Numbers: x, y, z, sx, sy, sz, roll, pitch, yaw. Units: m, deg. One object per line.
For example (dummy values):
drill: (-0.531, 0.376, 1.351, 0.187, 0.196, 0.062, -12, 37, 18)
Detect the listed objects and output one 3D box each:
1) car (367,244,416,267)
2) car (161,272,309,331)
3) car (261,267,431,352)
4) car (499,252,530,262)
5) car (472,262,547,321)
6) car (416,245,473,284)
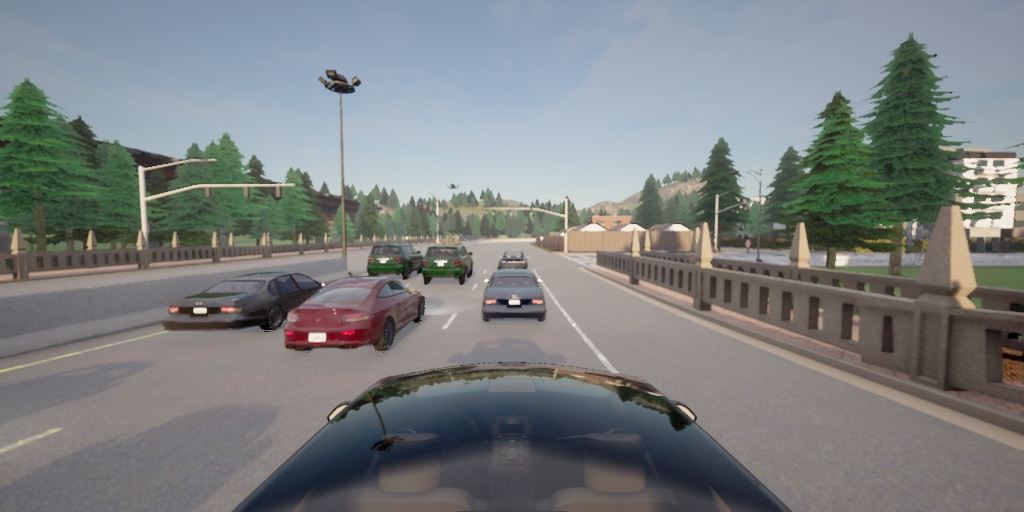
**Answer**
car: (-7.026, 0.257, 22.139, 2.150, 2.045, 5.566, 0, 3, -1)
car: (-6.949, 1.171, 10.475, 2.033, 1.411, 5.357, 0, 2, 0)
car: (-3.440, 1.201, 8.601, 1.812, 1.442, 4.674, 0, 2, 0)
car: (0.165, 0.441, 23.789, 2.128, 1.511, 4.902, 0, 3, 3)
car: (0.044, 1.128, 11.658, 2.033, 1.411, 5.357, 0, 2, 0)
car: (-3.517, 0.357, 20.360, 2.150, 2.045, 5.566, 0, 3, 0)
